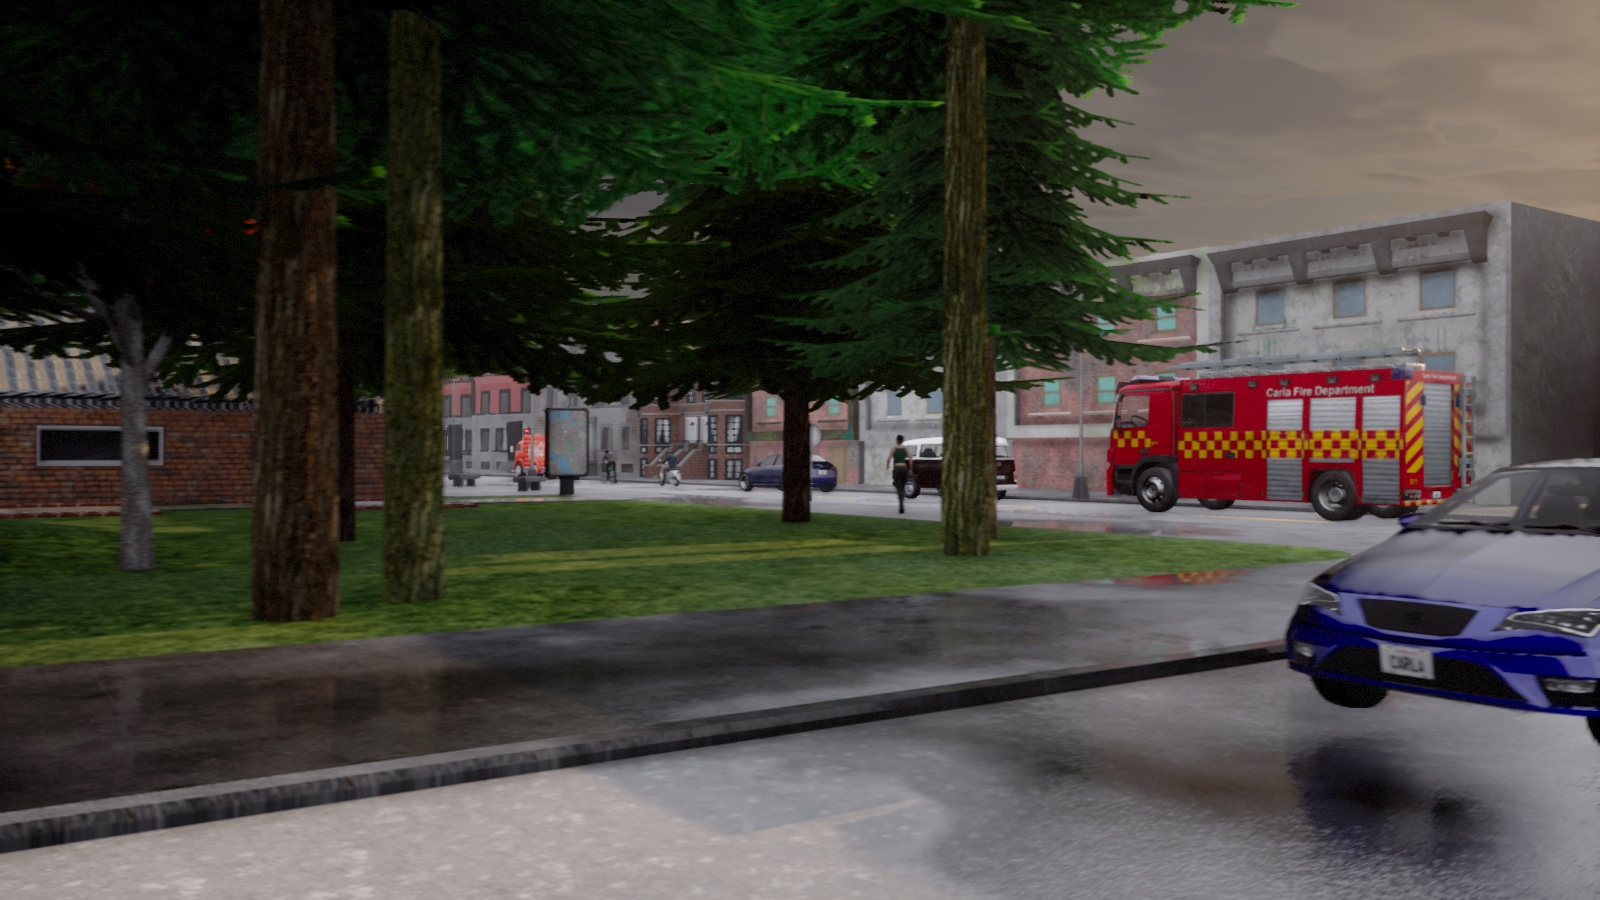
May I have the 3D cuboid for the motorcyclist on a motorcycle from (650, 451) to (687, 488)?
[{"bbox_3d":[-5.856,0.852,55.880,0.866,1.590,1.817,0,0,-35],"label":"motorcyclist on a motorcycle"}]

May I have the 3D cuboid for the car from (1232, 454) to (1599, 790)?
[{"bbox_3d":[4.660,0.768,7.501,4.193,1.474,1.816,0,0,-35],"label":"car"}]

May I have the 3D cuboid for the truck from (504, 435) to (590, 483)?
[{"bbox_3d":[-13.550,0.455,67.047,2.627,2.467,5.204,0,0,-35],"label":"truck"}]

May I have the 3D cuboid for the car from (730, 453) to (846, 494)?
[{"bbox_3d":[-0.525,0.868,48.124,2.163,1.488,4.792,0,0,-35],"label":"car"}]

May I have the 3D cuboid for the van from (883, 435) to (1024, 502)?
[{"bbox_3d":[4.855,0.561,40.295,2.069,2.038,4.480,0,0,-34],"label":"van"}]

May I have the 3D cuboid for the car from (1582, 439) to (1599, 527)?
[{"bbox_3d":[16.801,0.613,22.279,2.242,1.667,4.611,0,0,-17],"label":"car"}]

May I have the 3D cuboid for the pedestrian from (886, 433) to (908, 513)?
[{"bbox_3d":[2.251,0.524,29.074,0.345,1.836,0.594,0,0,-12],"label":"pedestrian"}]

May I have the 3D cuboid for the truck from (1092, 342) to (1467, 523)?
[{"bbox_3d":[11.386,-0.364,30.882,2.891,3.827,8.468,0,0,-35],"label":"truck"}]
